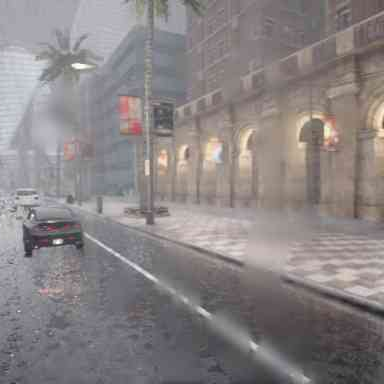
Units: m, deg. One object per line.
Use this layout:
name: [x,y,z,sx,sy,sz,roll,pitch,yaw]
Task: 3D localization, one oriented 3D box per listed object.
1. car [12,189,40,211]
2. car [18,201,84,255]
car: [-16.179,0.702,32.470,2.150,2.045,5.566,-2,2,-28]
car: [-5.362,1.279,12.554,1.837,1.490,4.892,-2,2,-28]
